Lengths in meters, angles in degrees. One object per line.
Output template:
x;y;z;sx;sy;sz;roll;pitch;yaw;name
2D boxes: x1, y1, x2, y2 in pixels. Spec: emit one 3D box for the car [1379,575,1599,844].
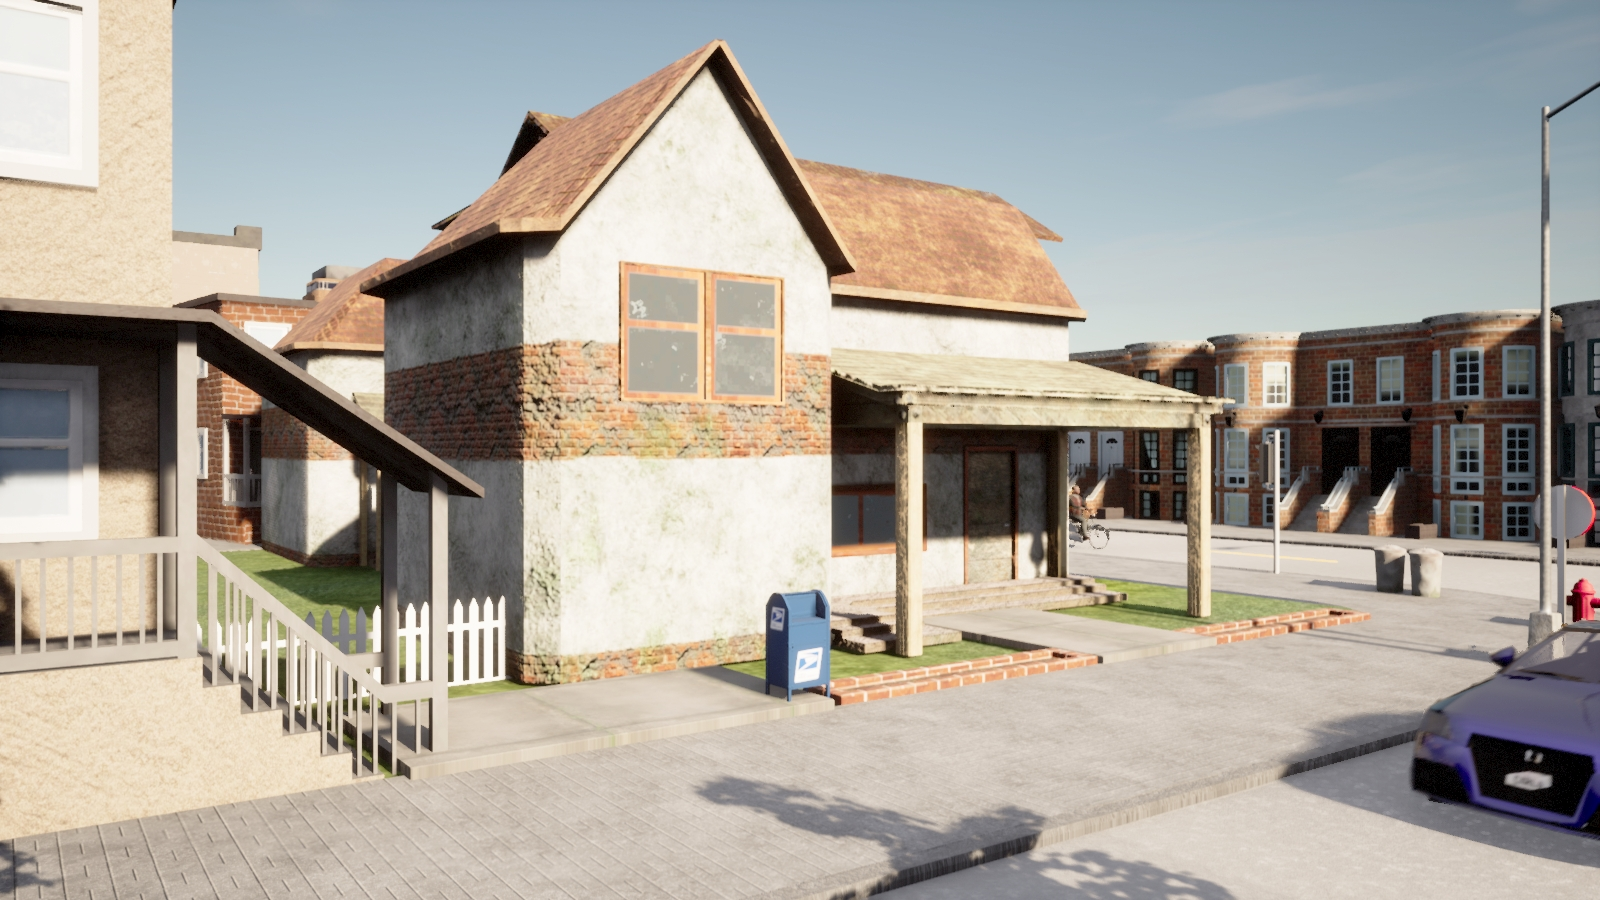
6.702;1.894;9.087;4.181;1.385;1.994;0;0;-35;car
